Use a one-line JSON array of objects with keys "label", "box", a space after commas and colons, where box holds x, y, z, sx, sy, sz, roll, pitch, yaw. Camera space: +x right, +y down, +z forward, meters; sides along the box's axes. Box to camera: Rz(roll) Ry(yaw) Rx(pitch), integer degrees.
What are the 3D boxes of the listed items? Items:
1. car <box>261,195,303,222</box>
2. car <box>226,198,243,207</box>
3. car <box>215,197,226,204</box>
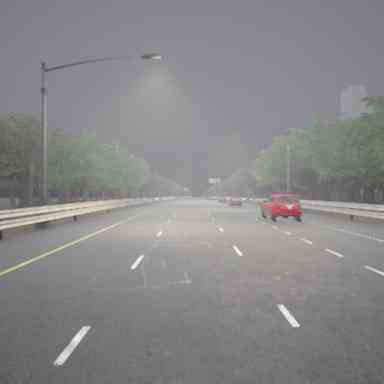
[{"label": "car", "box": [7.016, 1.234, 26.498, 2.150, 2.045, 5.566, 0, 0, 0]}, {"label": "car", "box": [7.116, 1.700, 54.951, 1.812, 1.442, 4.674, 0, -1, 0]}, {"label": "car", "box": [7.266, 1.981, 78.633, 2.128, 1.511, 4.902, 0, -1, 0]}]
